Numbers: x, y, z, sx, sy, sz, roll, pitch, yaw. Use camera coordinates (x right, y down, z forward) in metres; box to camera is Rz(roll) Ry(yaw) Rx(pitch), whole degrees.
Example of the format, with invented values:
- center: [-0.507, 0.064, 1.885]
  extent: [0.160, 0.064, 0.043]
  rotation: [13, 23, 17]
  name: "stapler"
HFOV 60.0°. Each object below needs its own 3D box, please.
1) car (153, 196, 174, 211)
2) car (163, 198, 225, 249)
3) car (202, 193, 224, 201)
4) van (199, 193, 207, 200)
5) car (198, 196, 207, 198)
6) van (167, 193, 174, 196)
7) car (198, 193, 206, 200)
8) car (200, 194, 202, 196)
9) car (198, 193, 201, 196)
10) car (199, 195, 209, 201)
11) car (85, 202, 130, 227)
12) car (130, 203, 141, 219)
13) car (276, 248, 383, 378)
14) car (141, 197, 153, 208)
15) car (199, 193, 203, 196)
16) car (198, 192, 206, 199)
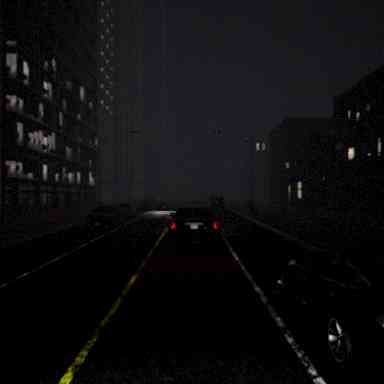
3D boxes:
- center: [-3.091, 1.474, 38.974]
  extent: [1.994, 1.385, 4.181]
  rotation: [0, 0, 0]
  name: "car"
- center: [0.091, 1.320, 14.505]
  extent: [2.097, 1.767, 4.553]
  rotation: [0, 0, 0]
  name: "car"
- center: [2.708, 1.226, 38.765]
  extent: [2.192, 1.841, 5.009]
  rotation: [1, 0, 0]
  name: "car"
- center: [2.710, 1.123, 82.394]
  extent: [1.690, 1.788, 3.998]
  rotation: [1, 0, 0]
  name: "van"
- center: [0.095, 1.422, 30.972]
  extent: [2.128, 1.511, 4.902]
  rotation: [0, 0, 0]
  name: "car"
- center: [-5.670, 1.105, 87.868]
  extent: [1.690, 1.788, 3.998]
  rotation: [1, 0, 0]
  name: "van"
- center: [2.708, 1.204, 87.871]
  extent: [1.967, 1.590, 4.097]
  rotation: [1, 0, 0]
  name: "car"
- center: [2.705, 1.430, 55.403]
  extent: [1.947, 1.339, 4.313]
  rotation: [1, 0, 0]
  name: "car"
- center: [2.706, 1.341, 71.608]
  extent: [1.752, 1.417, 4.829]
  rotation: [1, 0, 0]
  name: "car"
- center: [2.706, 1.350, 76.916]
  extent: [2.008, 1.369, 4.403]
  rotation: [1, 0, 0]
  name: "car"
- center: [-5.677, 1.517, 22.125]
  extent: [1.947, 1.339, 4.313]
  rotation: [1, 0, 0]
  name: "car"
- center: [-5.677, 1.520, 27.670]
  extent: [1.802, 1.307, 4.206]
  rotation: [1, 0, 0]
  name: "car"
- center: [2.702, 1.555, 5.489]
  extent: [1.947, 1.339, 4.313]
  rotation: [1, 0, 0]
  name: "car"
- center: [-5.674, 1.337, 44.308]
  extent: [1.967, 1.590, 4.097]
  rotation: [1, 0, 0]
  name: "car"
- center: [2.705, 1.413, 60.947]
  extent: [1.947, 1.339, 4.313]
  rotation: [1, 0, 0]
  name: "car"
- center: [2.711, 1.061, 93.349]
  extent: [2.192, 1.841, 5.009]
  rotation: [1, 0, 0]
  name: "car"
